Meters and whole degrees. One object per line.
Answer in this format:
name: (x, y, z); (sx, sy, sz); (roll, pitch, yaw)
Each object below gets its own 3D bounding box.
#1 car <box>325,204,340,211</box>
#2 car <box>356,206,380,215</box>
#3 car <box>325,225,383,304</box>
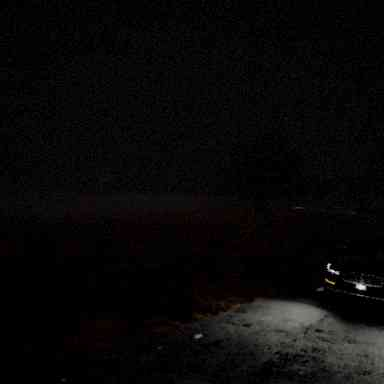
car: (28.944, 3.168, 68.645); (1.895, 1.301, 4.718); (1, -1, 7)
car: (26.994, 2.767, 51.244); (1.895, 1.301, 4.718); (1, -1, 7)
car: (4.944, 1.600, 8.117); (1.837, 1.490, 4.892); (0, 0, 44)
